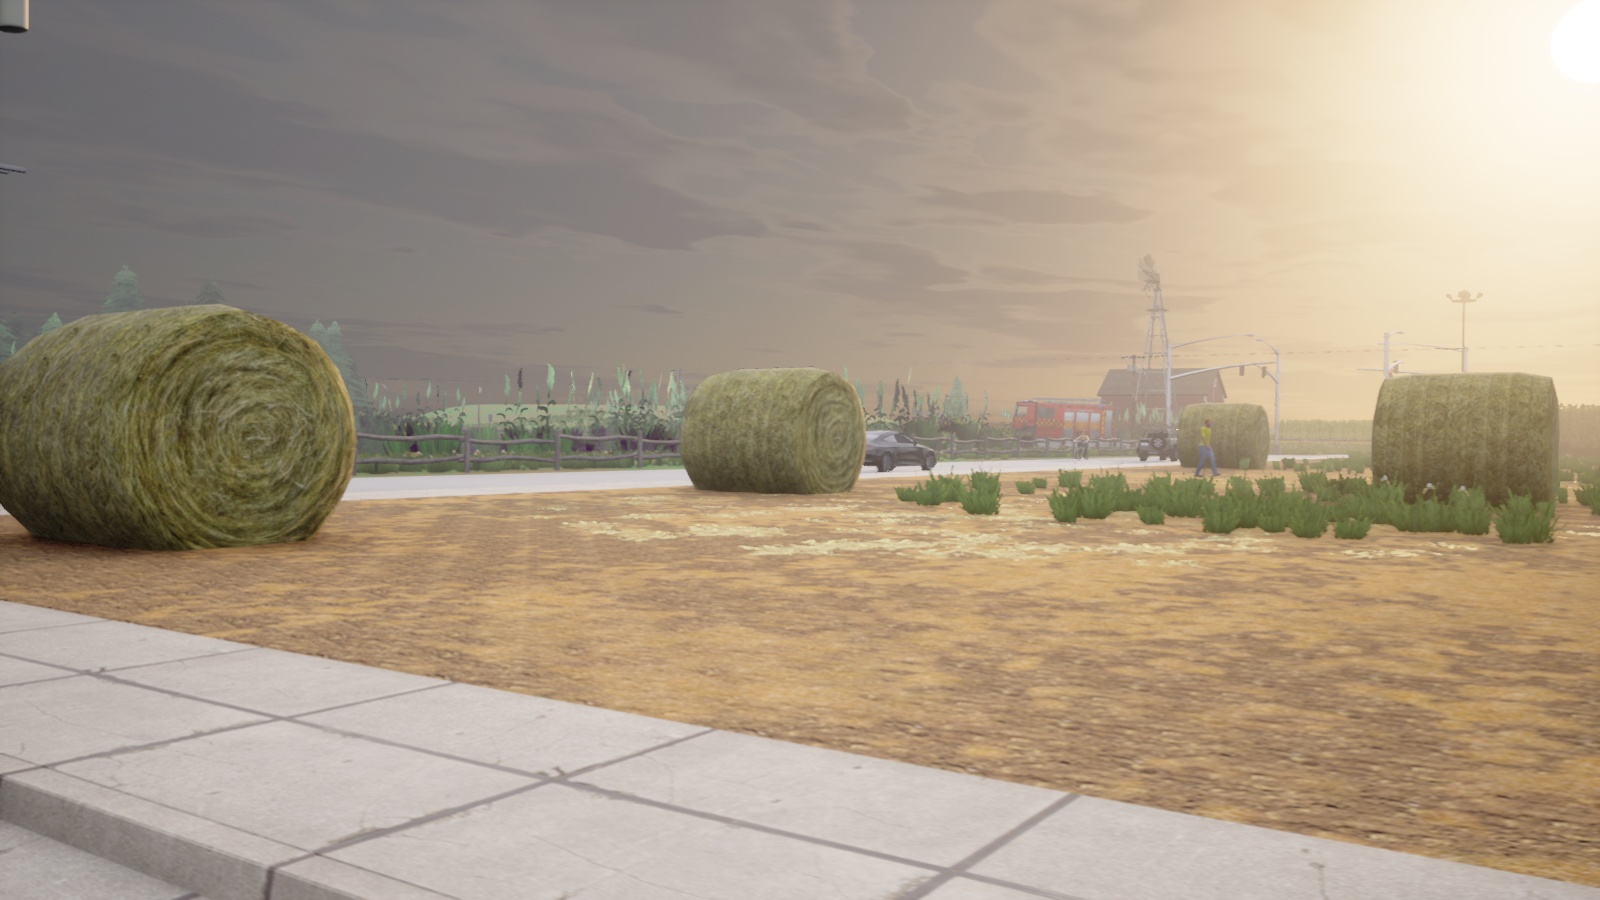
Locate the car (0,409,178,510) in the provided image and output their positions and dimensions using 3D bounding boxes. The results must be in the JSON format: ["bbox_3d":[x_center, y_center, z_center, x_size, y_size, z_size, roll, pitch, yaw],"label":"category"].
[{"bbox_3d":[-14.878,0.148,25.173,1.905,1.878,3.866,0,1,36],"label":"car"}]

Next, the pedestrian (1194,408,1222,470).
[{"bbox_3d":[12.159,-0.329,37.386,0.354,1.836,0.706,-1,1,-44],"label":"pedestrian"}]

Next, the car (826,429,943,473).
[{"bbox_3d":[2.982,-0.010,43.516,1.812,1.442,4.674,0,1,36],"label":"car"}]

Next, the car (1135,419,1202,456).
[{"bbox_3d":[19.324,-0.662,65.697,1.932,1.855,4.605,0,1,36],"label":"car"}]
